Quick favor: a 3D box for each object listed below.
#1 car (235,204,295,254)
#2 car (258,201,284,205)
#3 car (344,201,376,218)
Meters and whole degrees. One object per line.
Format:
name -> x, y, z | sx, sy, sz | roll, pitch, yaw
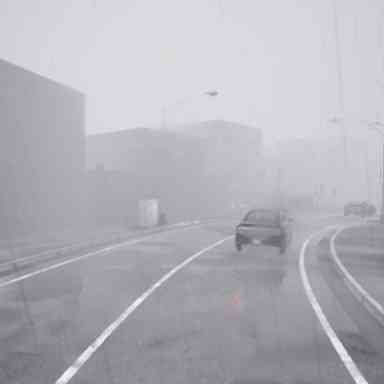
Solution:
car -> 3.086, 1.497, 13.743 | 2.128, 1.511, 4.902 | 1, 0, 20
car -> 6.083, 1.469, 26.361 | 1.882, 1.535, 5.008 | 1, 0, 37
car -> 16.590, 1.651, 32.760 | 2.128, 1.511, 4.902 | 2, 1, 43
